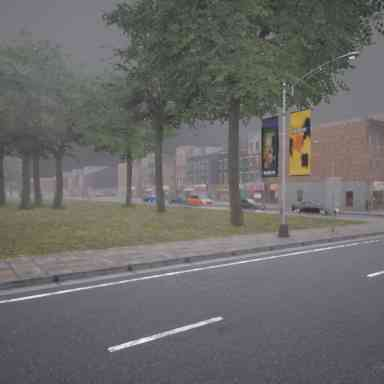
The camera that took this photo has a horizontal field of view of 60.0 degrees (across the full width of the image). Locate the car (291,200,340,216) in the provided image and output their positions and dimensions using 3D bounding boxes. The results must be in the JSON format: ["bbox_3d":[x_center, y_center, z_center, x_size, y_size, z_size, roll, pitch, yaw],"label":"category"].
[{"bbox_3d":[12.251,1.568,33.288,2.128,1.511,4.902,1,0,-36],"label":"car"}]

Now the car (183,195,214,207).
[{"bbox_3d":[1.198,1.273,48.773,2.097,1.767,4.553,1,0,-35],"label":"car"}]

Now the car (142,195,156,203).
[{"bbox_3d":[-8.338,1.331,66.987,1.882,1.535,5.008,1,0,-36],"label":"car"}]

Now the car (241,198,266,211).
[{"bbox_3d":[6.922,1.518,40.744,1.812,1.442,4.674,1,0,-36],"label":"car"}]

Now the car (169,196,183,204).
[{"bbox_3d":[-2.332,1.380,58.674,2.128,1.511,4.902,1,0,-35],"label":"car"}]
